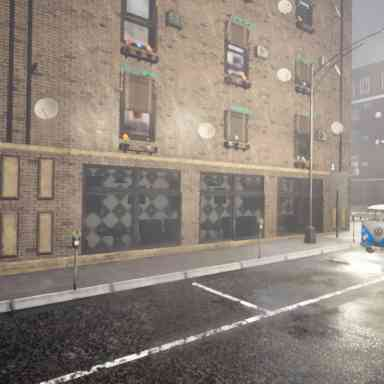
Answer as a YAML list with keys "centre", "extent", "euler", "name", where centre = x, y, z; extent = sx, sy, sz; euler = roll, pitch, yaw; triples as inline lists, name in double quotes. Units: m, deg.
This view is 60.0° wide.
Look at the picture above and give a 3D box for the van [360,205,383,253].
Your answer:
- centre: [7.800, 1.345, 12.215]
  extent: [3.998, 1.788, 1.690]
  euler: [0, 1, -35]
  name: "van"
